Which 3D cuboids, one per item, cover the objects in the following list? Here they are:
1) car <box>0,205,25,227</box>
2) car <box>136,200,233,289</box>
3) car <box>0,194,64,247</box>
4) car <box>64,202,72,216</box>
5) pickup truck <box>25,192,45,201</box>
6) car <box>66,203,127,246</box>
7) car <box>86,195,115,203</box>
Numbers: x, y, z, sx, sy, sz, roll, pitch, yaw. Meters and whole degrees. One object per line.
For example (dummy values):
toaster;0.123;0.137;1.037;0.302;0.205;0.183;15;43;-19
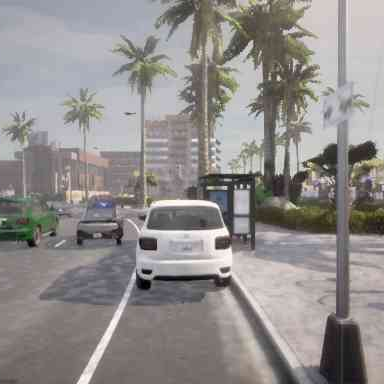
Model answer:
car;-13.334;1.646;23.727;1.895;1.301;4.718;0;0;-18
car;-0.340;1.219;9.382;2.150;2.045;5.566;0;0;-5
car;-7.569;1.253;14.835;2.150;2.045;5.566;0;0;-10
car;-11.713;1.556;29.573;2.033;1.411;5.357;0;0;-22
pickup truck;-39.879;1.061;84.673;2.390;2.098;6.274;0;0;-1
car;-4.114;1.493;15.395;2.128;1.511;4.902;0;0;-10
car;-8.472;1.253;30.895;2.150;2.045;5.566;0;0;-22
